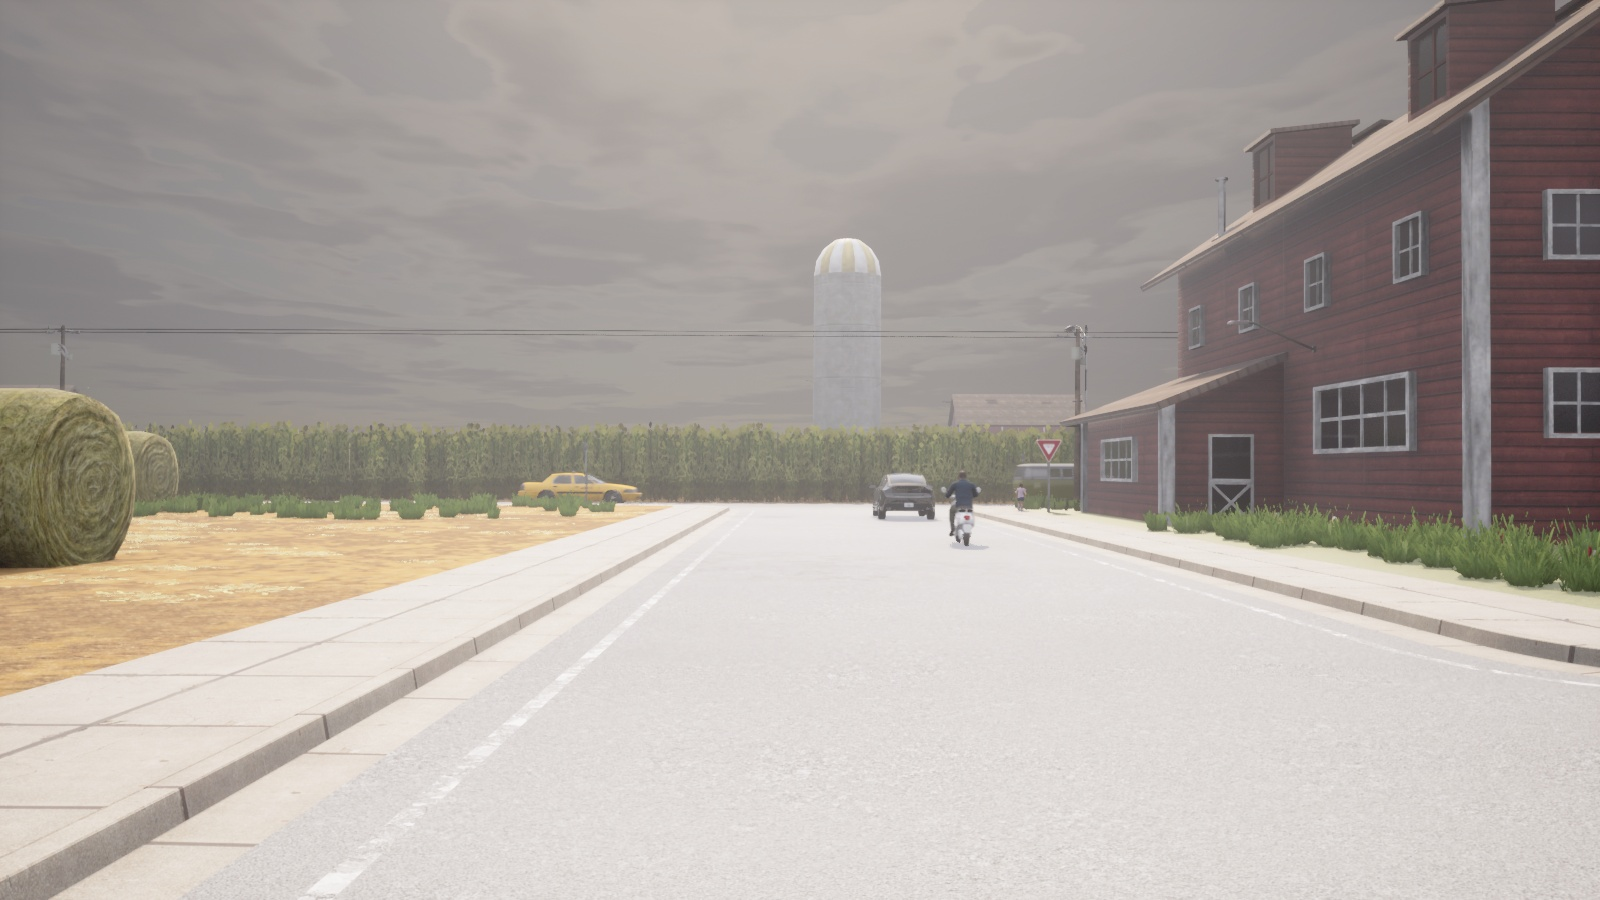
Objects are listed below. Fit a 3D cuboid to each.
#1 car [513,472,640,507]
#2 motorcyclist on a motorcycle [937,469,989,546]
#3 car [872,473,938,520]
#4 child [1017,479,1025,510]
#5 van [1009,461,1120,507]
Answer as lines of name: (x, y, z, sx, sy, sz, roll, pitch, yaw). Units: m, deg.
car: (-9.937, 1.751, 56.087, 5.366, 1.575, 1.801, 0, -1, 1)
motorcyclist on a motorcycle: (3.495, 1.212, 27.034, 0.866, 1.590, 1.817, 0, -1, 0)
car: (3.489, 1.522, 42.494, 1.837, 1.490, 4.892, 0, -1, 0)
child: (7.987, 1.594, 45.415, 0.255, 1.110, 0.394, 0, -1, 5)
van: (11.637, 1.487, 55.335, 4.442, 1.987, 1.775, 0, -1, -10)
